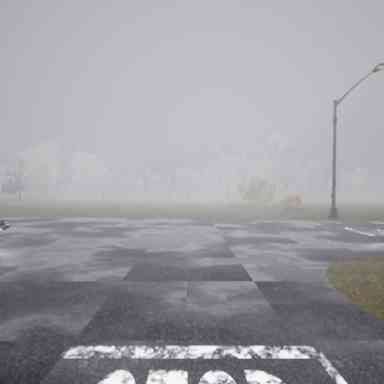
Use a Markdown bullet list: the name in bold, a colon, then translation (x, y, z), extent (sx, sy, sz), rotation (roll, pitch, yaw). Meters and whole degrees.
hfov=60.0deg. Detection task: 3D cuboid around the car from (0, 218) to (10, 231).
- **car**: translation (-12.243, 1.465, 16.737), extent (5.357, 1.411, 2.033), rotation (1, 1, 0)
